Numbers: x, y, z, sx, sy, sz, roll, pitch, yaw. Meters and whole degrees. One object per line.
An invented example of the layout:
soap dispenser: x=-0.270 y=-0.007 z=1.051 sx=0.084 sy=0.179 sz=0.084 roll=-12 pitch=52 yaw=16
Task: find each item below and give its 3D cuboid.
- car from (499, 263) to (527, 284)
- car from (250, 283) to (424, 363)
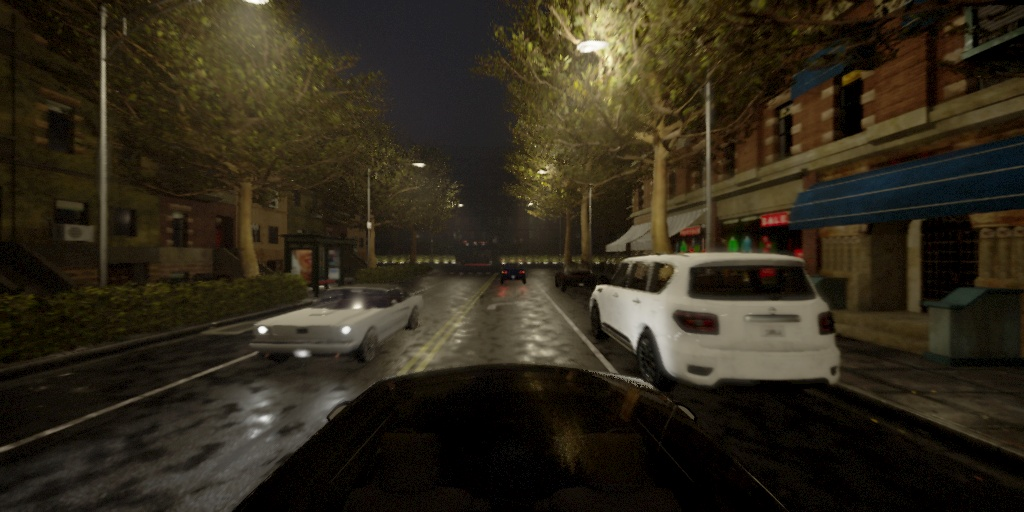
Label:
car: x=0.093 y=1.267 z=26.904 sx=1.812 sy=1.442 sz=4.674 roll=0 pitch=0 yaw=0
car: x=-3.533 y=1.348 z=8.279 sx=1.895 sy=1.301 sz=4.718 roll=0 pitch=0 yaw=1
